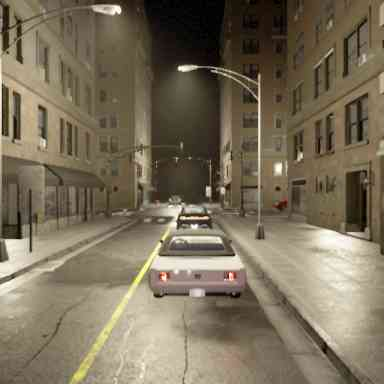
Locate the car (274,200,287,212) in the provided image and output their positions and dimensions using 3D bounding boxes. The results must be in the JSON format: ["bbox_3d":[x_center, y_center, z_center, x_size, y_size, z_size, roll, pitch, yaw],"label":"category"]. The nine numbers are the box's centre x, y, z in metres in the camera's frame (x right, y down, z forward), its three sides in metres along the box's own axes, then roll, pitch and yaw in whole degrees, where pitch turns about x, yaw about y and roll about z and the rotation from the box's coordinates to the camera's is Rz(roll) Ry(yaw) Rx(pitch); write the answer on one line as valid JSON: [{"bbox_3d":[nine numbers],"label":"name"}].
[{"bbox_3d":[12.257,1.325,38.894,5.009,1.841,2.192,0,0,0],"label":"car"}]

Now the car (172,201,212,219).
[{"bbox_3d":[0.101,1.485,18.647,2.128,1.511,4.902,0,0,-1],"label":"car"}]

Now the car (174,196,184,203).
[{"bbox_3d":[-2.769,1.558,71.722,2.128,1.511,4.902,0,0,0],"label":"car"}]

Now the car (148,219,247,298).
[{"bbox_3d":[0.102,1.596,8.427,1.895,1.301,4.718,0,0,0],"label":"car"}]

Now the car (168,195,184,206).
[{"bbox_3d":[-2.838,1.369,56.701,2.097,1.767,4.553,0,0,0],"label":"car"}]
